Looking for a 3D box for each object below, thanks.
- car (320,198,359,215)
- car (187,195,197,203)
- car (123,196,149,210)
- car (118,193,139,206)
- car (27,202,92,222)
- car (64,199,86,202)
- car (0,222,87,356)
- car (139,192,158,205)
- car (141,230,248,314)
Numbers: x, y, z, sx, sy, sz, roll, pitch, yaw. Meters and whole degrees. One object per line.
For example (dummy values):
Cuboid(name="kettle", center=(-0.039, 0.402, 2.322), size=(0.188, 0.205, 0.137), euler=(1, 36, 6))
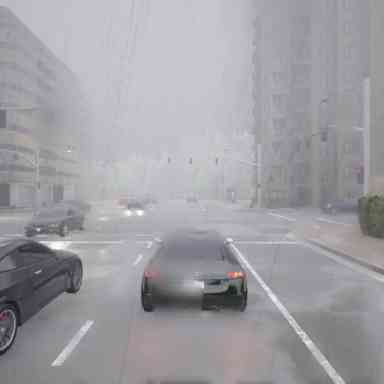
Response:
Cuboid(name="car", center=(15.502, 1.352, 33.736), size=(4.553, 1.767, 2.097), euler=(0, 0, 1))
Cuboid(name="car", center=(-0.071, 1.352, 69.733), size=(2.097, 1.767, 4.553), euler=(0, 0, 0))
Cuboid(name="car", center=(-7.205, 1.601, 43.063), size=(1.895, 1.301, 4.718), euler=(0, 0, 0))
Cuboid(name="car", center=(-10.723, 1.222, 55.476), size=(2.150, 2.045, 5.566), euler=(0, 0, 0))
Cuboid(name="car", center=(-7.144, 1.505, 17.895), size=(1.837, 1.490, 4.892), euler=(0, 0, 0))
Cuboid(name="car", center=(-13.295, 1.526, 36.683), size=(1.812, 1.442, 4.674), euler=(1, 1, 40))
Cuboid(name="car", center=(-3.462, 1.526, 5.888), size=(1.812, 1.442, 4.674), euler=(0, 0, 0))
Cuboid(name="car", center=(-7.210, 1.218, 58.121), size=(2.150, 2.045, 5.566), euler=(0, 0, 2))
Cuboid(name="car", center=(0.046, 1.564, 7.692), size=(1.994, 1.385, 4.181), euler=(0, 0, 0))
